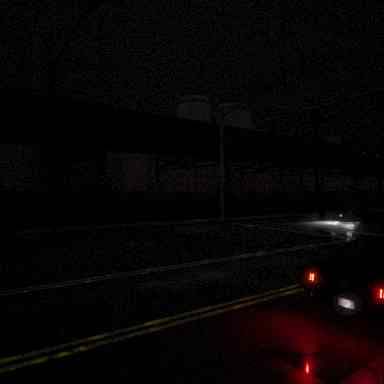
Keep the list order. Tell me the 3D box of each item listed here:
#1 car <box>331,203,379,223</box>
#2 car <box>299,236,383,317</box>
[{"bbox_3d":[12.707,1.564,25.896,4.181,1.385,1.994,0,0,-35],"label":"car"},{"bbox_3d":[4.439,1.601,6.919,4.718,1.301,1.895,0,0,-35],"label":"car"}]
